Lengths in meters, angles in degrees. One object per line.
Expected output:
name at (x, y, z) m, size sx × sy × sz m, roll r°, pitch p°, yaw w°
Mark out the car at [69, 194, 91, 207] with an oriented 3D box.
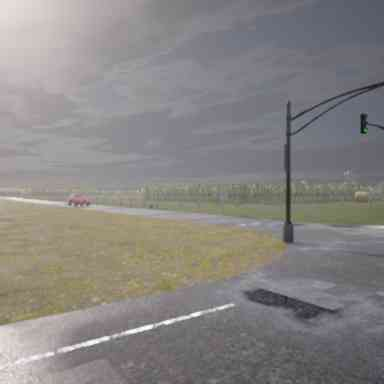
car at (-17.882, 1.283, 52.732) m, size 2.150 × 2.045 × 5.566 m, roll 0°, pitch 0°, yaw -35°
